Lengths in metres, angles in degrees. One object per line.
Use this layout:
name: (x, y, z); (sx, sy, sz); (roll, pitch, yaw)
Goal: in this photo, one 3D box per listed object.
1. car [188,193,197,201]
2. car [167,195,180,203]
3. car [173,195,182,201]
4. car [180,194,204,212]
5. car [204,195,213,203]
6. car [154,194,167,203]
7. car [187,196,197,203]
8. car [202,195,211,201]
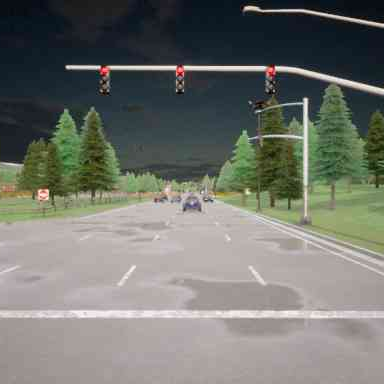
car: (0.016, 1.188, 80.753); (2.097, 1.767, 4.553); (0, 0, 0)
car: (-3.486, 1.531, 70.363); (2.033, 1.411, 5.357); (0, 0, 0)
car: (-3.484, 1.372, 80.783); (2.033, 1.411, 5.357); (0, 0, 0)
car: (0.008, 1.352, 39.720); (2.097, 1.767, 4.553); (0, 0, 0)
car: (3.514, 1.588, 70.809); (1.895, 1.301, 4.718); (0, 0, 0)
car: (-6.986, 1.517, 70.781); (1.812, 1.442, 4.674); (0, 0, 0)
car: (0.014, 1.544, 70.746); (1.994, 1.385, 4.181); (0, 0, 0)
car: (3.516, 1.372, 80.782); (2.033, 1.411, 5.357); (0, 0, 0)
